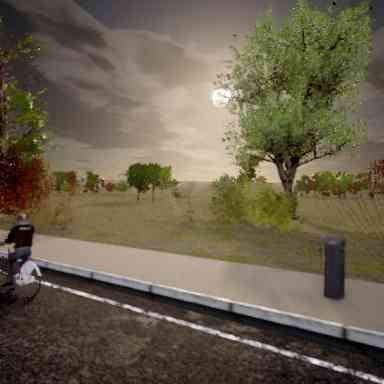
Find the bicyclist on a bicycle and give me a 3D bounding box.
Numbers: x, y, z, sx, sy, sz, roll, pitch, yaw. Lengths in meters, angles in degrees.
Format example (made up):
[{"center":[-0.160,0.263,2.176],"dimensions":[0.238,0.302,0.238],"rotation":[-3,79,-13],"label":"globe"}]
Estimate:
[{"center":[-3.871,1.328,7.336],"dimensions":[1.843,1.776,0.659],"rotation":[1,0,35],"label":"bicyclist on a bicycle"}]
